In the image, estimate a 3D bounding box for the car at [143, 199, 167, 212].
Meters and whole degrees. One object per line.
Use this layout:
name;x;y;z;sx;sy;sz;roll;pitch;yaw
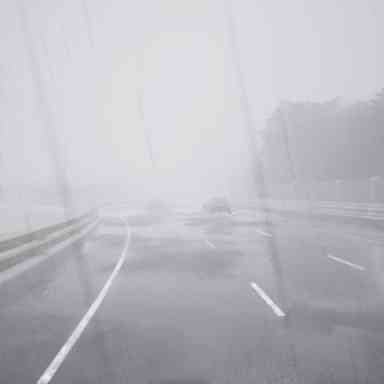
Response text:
car;-4.535;1.541;40.247;2.128;1.511;4.902;-1;0;-22

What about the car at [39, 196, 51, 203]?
car;-38.729;1.810;84.451;4.553;1.767;2.097;-1;0;35

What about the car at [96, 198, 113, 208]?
car;-13.339;1.681;50.341;1.812;1.442;4.674;-1;0;-29

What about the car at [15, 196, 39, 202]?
car;-40.427;1.825;81.349;4.553;1.767;2.097;-1;0;35

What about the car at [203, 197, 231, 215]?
car;2.502;1.317;34.001;2.097;1.767;4.553;-1;0;-9

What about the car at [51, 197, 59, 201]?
car;-36.727;1.959;87.330;4.674;1.442;1.812;-1;0;35
